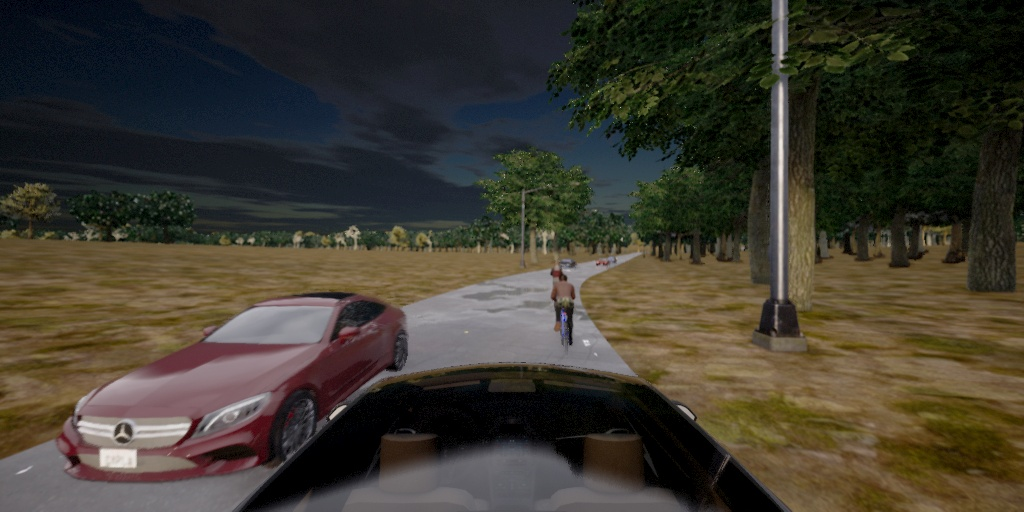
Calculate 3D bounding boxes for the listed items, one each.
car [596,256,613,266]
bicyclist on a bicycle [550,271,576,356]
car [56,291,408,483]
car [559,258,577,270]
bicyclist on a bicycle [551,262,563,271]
[{"bbox_3d":[15.223,1.006,59.678,1.895,1.301,4.718,1,1,21],"label":"car"},{"bbox_3d":[1.125,1.220,7.779,0.582,1.620,1.656,0,0,4],"label":"bicyclist on a bicycle"},{"bbox_3d":[-2.891,1.279,5.048,1.812,1.442,4.674,0,0,2],"label":"car"},{"bbox_3d":[7.398,1.028,48.152,2.033,1.411,5.357,1,1,21],"label":"car"},{"bbox_3d":[2.063,1.133,16.379,0.659,1.776,1.843,0,1,8],"label":"bicyclist on a bicycle"}]
